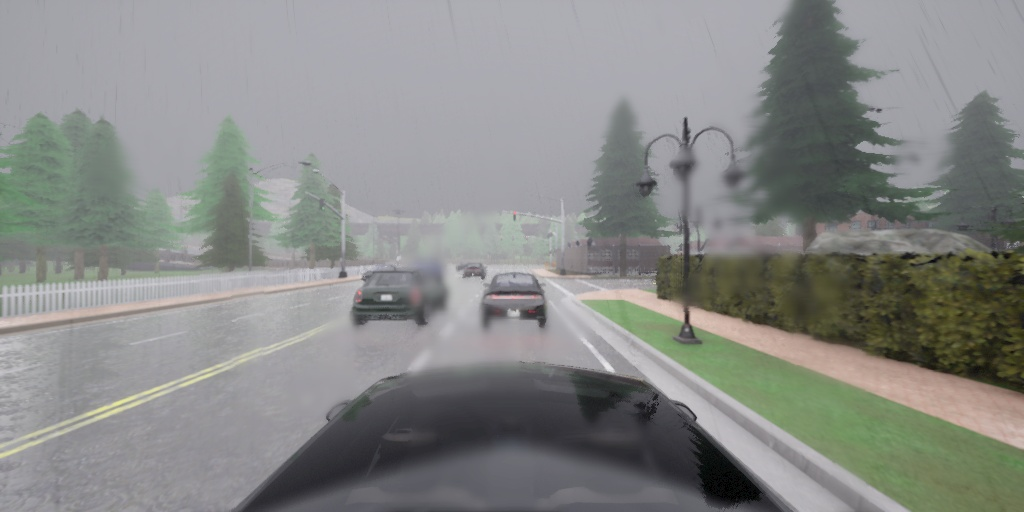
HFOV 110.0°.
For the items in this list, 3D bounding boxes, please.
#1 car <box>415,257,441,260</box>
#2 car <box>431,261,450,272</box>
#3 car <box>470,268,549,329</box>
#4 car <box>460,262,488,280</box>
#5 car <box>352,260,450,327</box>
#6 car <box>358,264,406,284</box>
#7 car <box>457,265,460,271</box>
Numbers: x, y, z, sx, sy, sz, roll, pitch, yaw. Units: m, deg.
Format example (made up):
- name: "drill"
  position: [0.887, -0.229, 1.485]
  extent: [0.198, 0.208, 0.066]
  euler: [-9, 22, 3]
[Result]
- name: "car"
  position: [-7.101, 1.094, 29.723]
  extent: [2.150, 2.045, 5.566]
  euler: [0, 0, 0]
- name: "car"
  position: [-10.510, 1.500, 52.952]
  extent: [1.812, 1.442, 4.674]
  euler: [0, 0, 0]
- name: "car"
  position: [0.082, 1.282, 11.427]
  extent: [2.128, 1.511, 4.902]
  euler: [0, 0, 0]
- name: "car"
  position: [-3.404, 1.395, 33.787]
  extent: [1.837, 1.490, 4.892]
  euler: [0, 0, 0]
- name: "car"
  position: [-3.415, 1.149, 11.898]
  extent: [2.097, 1.767, 4.553]
  euler: [0, 0, 0]
- name: "car"
  position: [-10.601, 1.420, 29.700]
  extent: [2.033, 1.411, 5.357]
  euler: [0, 0, 0]
- name: "car"
  position: [-7.006, 1.577, 53.435]
  extent: [1.895, 1.301, 4.718]
  euler: [0, 0, 0]
